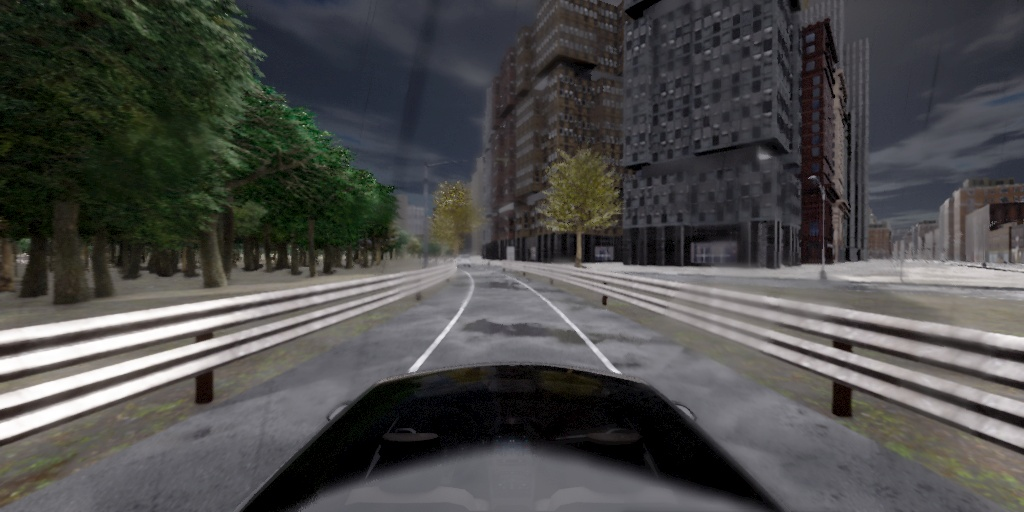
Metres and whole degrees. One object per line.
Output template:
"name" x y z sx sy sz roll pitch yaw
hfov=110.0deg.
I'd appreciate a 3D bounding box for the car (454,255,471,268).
"car" -8.193 0.819 58.948 2.150 2.045 5.566 0 0 -20
